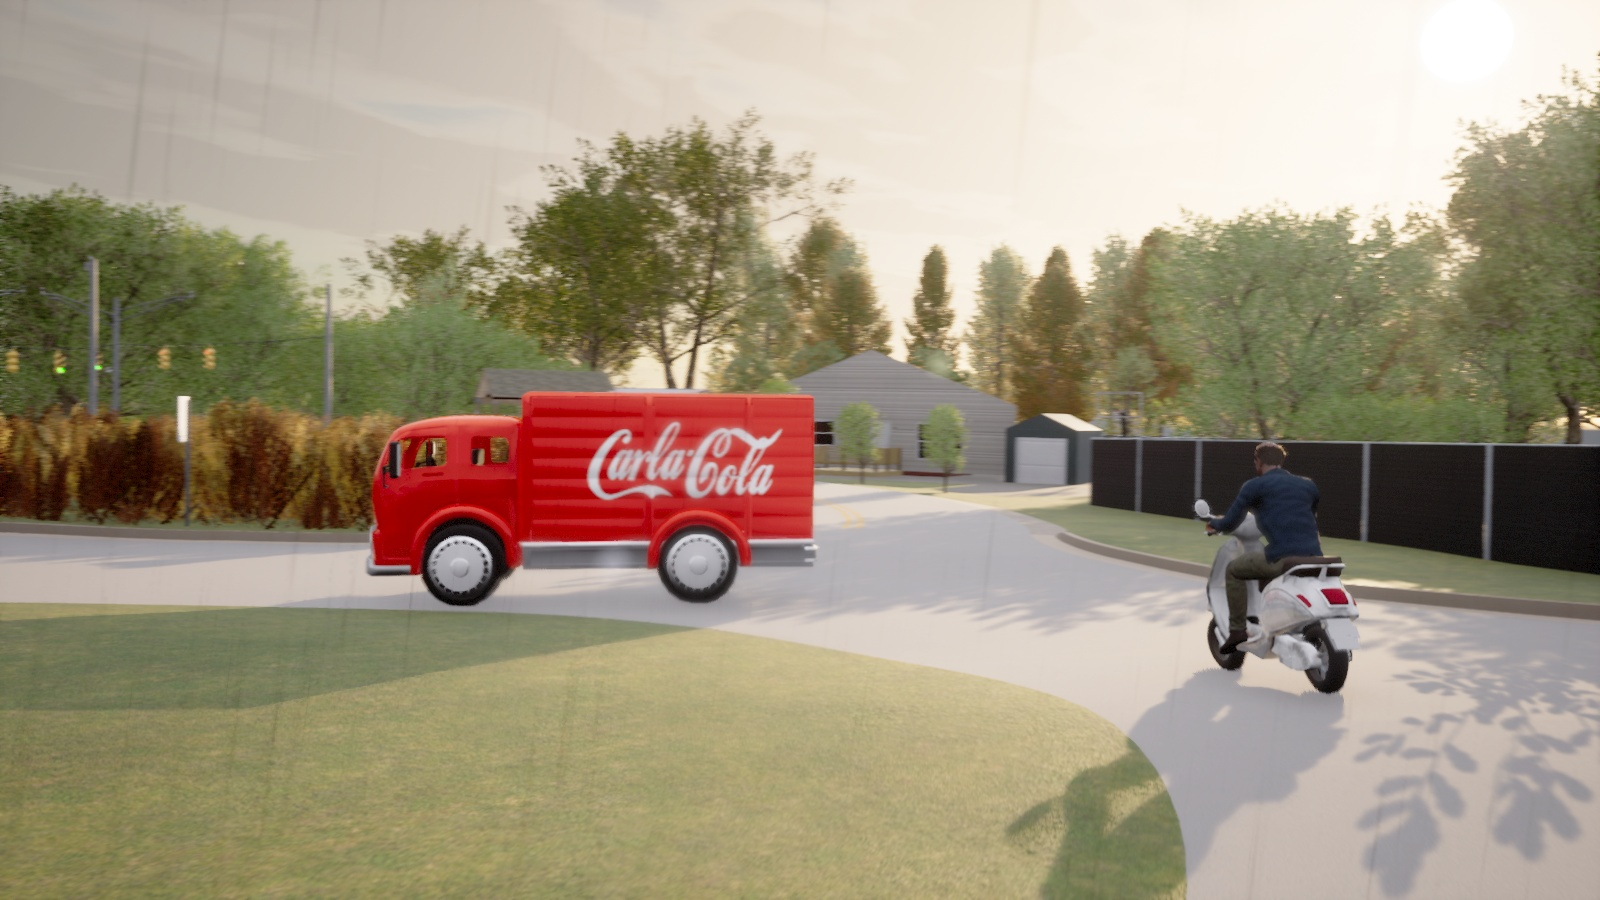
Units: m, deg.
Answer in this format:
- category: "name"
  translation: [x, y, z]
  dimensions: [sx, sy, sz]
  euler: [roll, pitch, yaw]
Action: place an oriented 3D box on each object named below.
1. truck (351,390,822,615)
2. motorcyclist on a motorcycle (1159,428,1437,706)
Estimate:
- category: "truck"
  translation: [-2.484, 0.552, 15.379]
  dimensions: [5.204, 2.467, 2.627]
  euler: [0, 1, -6]
- category: "motorcyclist on a motorcycle"
  translation: [3.156, 0.730, 8.214]
  dimensions: [0.866, 1.590, 1.817]
  euler: [-1, -4, -7]
